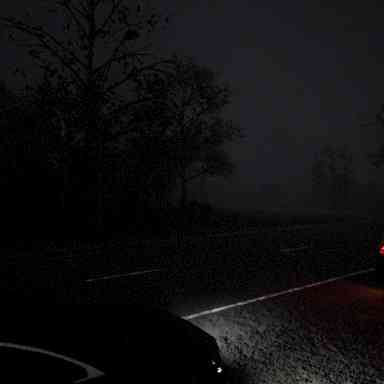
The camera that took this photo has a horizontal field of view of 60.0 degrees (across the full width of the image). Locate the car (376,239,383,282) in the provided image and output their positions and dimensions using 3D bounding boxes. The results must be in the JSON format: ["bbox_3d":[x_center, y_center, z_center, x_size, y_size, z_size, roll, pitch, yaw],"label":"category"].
[{"bbox_3d":[6.669,1.352,8.374,4.553,1.767,2.097,0,0,-35],"label":"car"}]

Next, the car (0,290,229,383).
[{"bbox_3d":[-1.903,1.504,2.357,4.892,1.490,1.837,0,0,-35],"label":"car"}]
